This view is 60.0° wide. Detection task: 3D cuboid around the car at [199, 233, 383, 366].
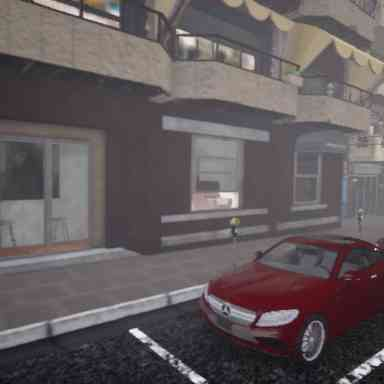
[{"bbox_3d":[2.045,1.395,5.461,4.206,1.307,1.802,0,2,-39],"label":"car"}]
